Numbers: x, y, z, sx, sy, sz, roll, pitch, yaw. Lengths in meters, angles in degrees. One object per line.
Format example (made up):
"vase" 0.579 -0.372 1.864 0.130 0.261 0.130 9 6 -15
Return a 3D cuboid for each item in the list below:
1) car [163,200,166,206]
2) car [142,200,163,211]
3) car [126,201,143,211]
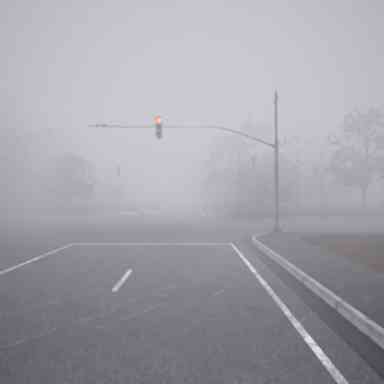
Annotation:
"car" -6.999 2.477 75.405 2.033 1.411 5.357 0 1 0
"car" -7.033 2.676 59.790 2.033 1.411 5.357 0 0 1
"car" -10.533 2.729 59.778 1.895 1.301 4.718 0 0 1
